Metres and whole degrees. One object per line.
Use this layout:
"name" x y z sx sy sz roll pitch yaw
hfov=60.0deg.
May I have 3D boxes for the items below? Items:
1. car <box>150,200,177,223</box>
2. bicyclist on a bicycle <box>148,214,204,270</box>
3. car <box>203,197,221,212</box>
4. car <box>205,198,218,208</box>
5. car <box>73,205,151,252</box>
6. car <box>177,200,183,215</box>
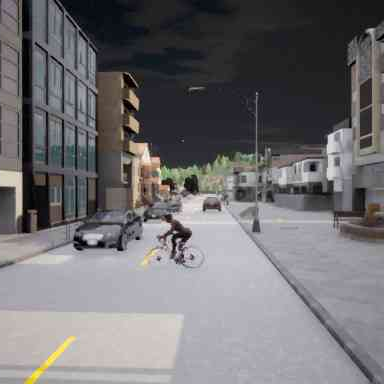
"car" -2.546 1.507 25.965 1.837 1.490 4.892 0 -1 4
"bicyclist on a bicycle" -0.488 1.448 9.601 1.656 1.620 0.582 -2 0 3
"car" 2.369 1.351 39.413 2.097 1.767 4.553 0 0 4
"car" 2.950 1.600 49.423 1.895 1.301 4.718 0 0 4
"car" -3.349 1.489 14.095 2.128 1.511 4.902 0 0 4
"car" -2.032 1.547 34.849 2.033 1.411 5.357 0 0 4
